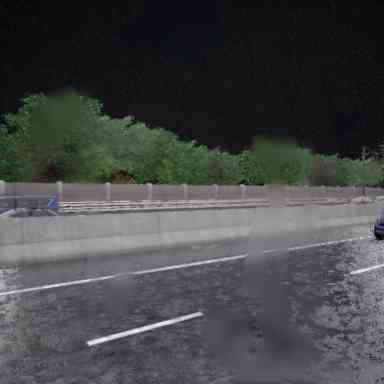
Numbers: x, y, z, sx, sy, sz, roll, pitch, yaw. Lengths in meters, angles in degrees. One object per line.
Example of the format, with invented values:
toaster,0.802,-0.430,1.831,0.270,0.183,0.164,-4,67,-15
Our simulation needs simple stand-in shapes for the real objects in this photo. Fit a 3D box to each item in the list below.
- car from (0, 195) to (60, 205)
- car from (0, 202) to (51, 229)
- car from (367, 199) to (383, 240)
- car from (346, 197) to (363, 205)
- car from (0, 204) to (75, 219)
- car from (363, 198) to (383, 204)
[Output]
car,-10.010,1.221,18.348,5.566,2.045,2.150,0,0,-36
car,-11.885,1.491,21.310,4.902,1.511,2.128,0,0,-35
car,10.511,1.343,15.540,4.553,1.767,2.097,0,0,-35
car,23.347,1.493,46.388,4.674,1.442,1.812,0,0,-35
car,-7.921,1.504,15.539,4.892,1.490,1.837,0,0,-35
car,24.926,1.516,43.222,5.357,1.411,2.033,0,0,-35
